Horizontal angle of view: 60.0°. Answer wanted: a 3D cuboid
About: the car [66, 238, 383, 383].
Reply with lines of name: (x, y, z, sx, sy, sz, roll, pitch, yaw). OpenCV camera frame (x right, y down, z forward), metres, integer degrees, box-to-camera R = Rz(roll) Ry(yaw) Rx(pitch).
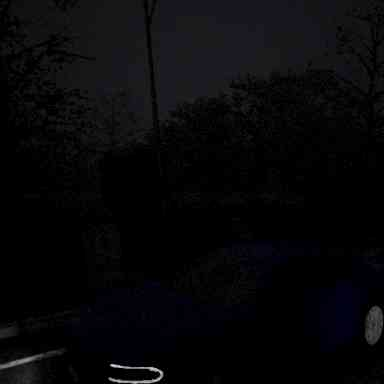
car: (0.890, 1.479, 4.656, 5.008, 1.535, 1.882, 0, 0, -36)
